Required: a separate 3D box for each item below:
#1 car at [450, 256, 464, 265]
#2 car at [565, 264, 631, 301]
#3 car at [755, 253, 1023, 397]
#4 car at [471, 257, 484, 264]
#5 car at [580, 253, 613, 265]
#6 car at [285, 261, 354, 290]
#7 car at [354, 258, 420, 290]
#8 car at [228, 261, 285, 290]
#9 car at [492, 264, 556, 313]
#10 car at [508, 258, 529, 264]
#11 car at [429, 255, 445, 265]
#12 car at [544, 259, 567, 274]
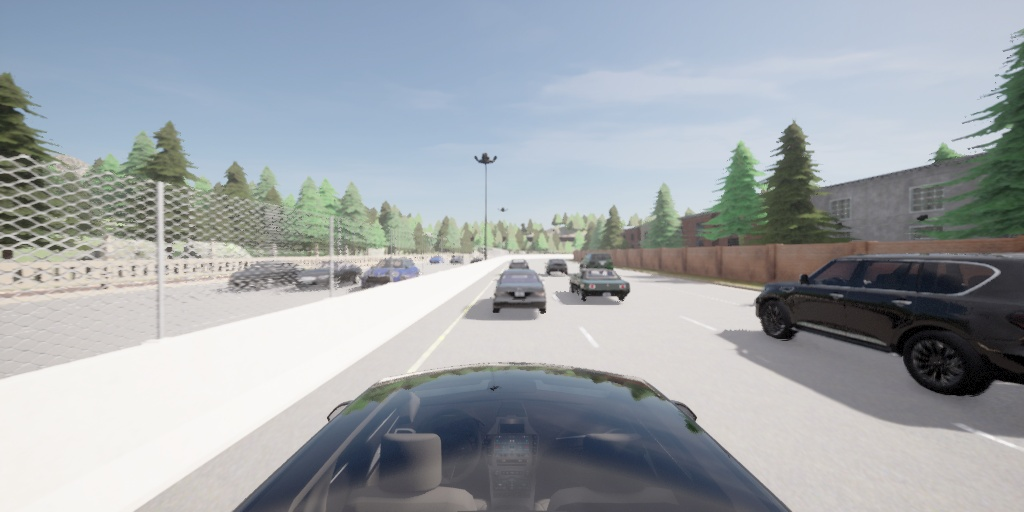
[{"bbox_3d":[-9.514,0.746,62.579,2.033,1.411,5.357,0,0,2],"label":"car"},{"bbox_3d":[3.825,1.235,16.499,1.895,1.301,4.718,0,0,1],"label":"car"},{"bbox_3d":[7.161,0.952,6.646,2.150,2.045,5.566,0,1,1],"label":"car"},{"bbox_3d":[-6.018,0.810,62.518,1.895,1.301,4.718,0,0,2],"label":"car"},{"bbox_3d":[7.602,0.728,32.633,2.150,2.045,5.566,0,1,1],"label":"car"},{"bbox_3d":[-10.305,1.048,20.651,2.128,1.511,4.902,0,0,1],"label":"car"},{"bbox_3d":[-6.807,0.921,20.482,2.097,1.767,4.553,0,0,1],"label":"car"},{"bbox_3d":[-13.805,1.051,20.650,1.837,1.490,4.892,0,0,1],"label":"car"},{"bbox_3d":[0.274,1.197,13.498,2.033,1.411,5.357,0,0,1],"label":"car"},{"bbox_3d":[0.617,0.968,33.686,2.128,1.511,4.902,0,1,1],"label":"car"},{"bbox_3d":[-13.019,0.666,62.569,1.882,1.535,5.008,0,1,1],"label":"car"},{"bbox_3d":[4.119,0.991,33.736,1.837,1.490,4.892,0,1,1],"label":"car"}]
